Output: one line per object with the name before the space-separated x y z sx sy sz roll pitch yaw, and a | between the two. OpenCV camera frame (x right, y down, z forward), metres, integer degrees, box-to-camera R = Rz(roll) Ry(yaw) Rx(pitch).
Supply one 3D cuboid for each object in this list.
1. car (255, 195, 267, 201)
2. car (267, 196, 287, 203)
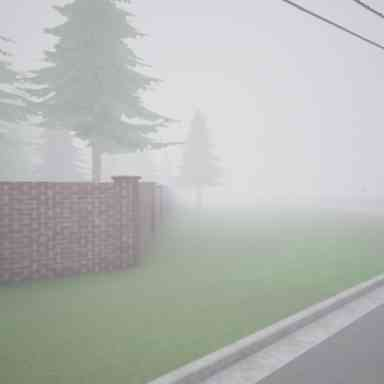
car | 15.365 1.385 73.939 1.994 1.385 4.181 0 0 -7
car | 16.709 1.416 64.105 1.994 1.385 4.181 0 0 -7
